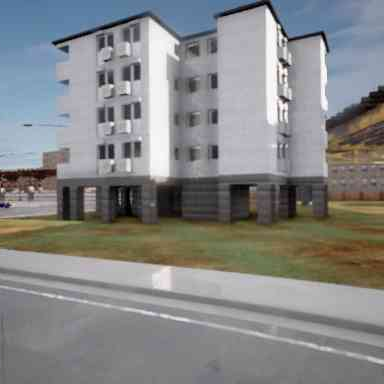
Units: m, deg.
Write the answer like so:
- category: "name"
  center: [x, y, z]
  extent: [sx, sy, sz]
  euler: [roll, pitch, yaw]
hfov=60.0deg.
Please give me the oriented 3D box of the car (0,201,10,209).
- category: "car"
  center: [-31.597, 2.150, 53.423]
  extent: [1.895, 1.301, 4.718]
  euler: [0, 0, 10]
